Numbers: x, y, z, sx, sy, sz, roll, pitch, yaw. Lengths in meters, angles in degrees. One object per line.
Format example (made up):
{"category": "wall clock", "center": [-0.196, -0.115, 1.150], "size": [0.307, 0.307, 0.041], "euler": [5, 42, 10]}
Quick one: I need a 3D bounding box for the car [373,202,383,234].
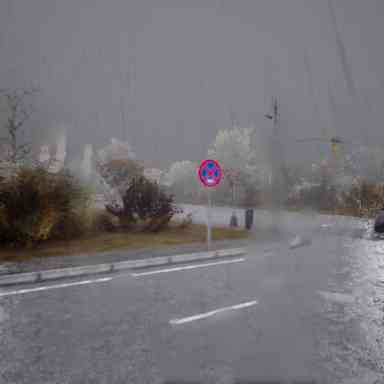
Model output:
{"category": "car", "center": [11.396, 1.463, 15.304], "size": [2.150, 2.045, 5.566], "euler": [1, 0, -32]}

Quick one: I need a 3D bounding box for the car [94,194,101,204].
{"category": "car", "center": [-16.740, 1.203, 59.801], "size": [2.097, 1.767, 4.553], "euler": [0, 1, -38]}

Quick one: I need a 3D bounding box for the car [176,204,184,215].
{"category": "car", "center": [-2.663, 1.770, 37.569], "size": [1.812, 1.442, 4.674], "euler": [1, 0, -32]}
